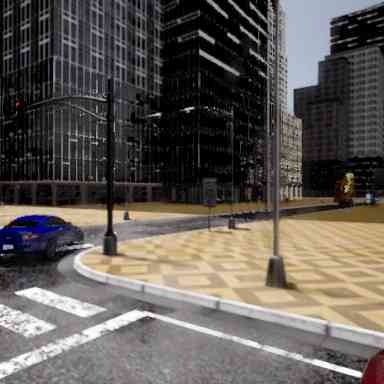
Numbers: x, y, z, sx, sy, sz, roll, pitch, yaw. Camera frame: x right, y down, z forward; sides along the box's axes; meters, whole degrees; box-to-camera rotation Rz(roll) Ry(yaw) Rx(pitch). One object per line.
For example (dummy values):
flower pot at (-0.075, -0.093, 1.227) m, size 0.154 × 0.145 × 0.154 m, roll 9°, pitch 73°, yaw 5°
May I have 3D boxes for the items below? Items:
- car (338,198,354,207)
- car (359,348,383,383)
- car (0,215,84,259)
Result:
car at (26.875, 1.817, 57.898) m, size 1.837 × 1.490 × 4.892 m, roll 0°, pitch 0°, yaw 37°
car at (2.974, 1.562, 1.558) m, size 4.181 × 1.385 × 1.994 m, roll 0°, pitch 0°, yaw 35°
car at (-5.786, 1.593, 12.806) m, size 1.812 × 1.442 × 4.674 m, roll -1°, pitch 0°, yaw 0°
